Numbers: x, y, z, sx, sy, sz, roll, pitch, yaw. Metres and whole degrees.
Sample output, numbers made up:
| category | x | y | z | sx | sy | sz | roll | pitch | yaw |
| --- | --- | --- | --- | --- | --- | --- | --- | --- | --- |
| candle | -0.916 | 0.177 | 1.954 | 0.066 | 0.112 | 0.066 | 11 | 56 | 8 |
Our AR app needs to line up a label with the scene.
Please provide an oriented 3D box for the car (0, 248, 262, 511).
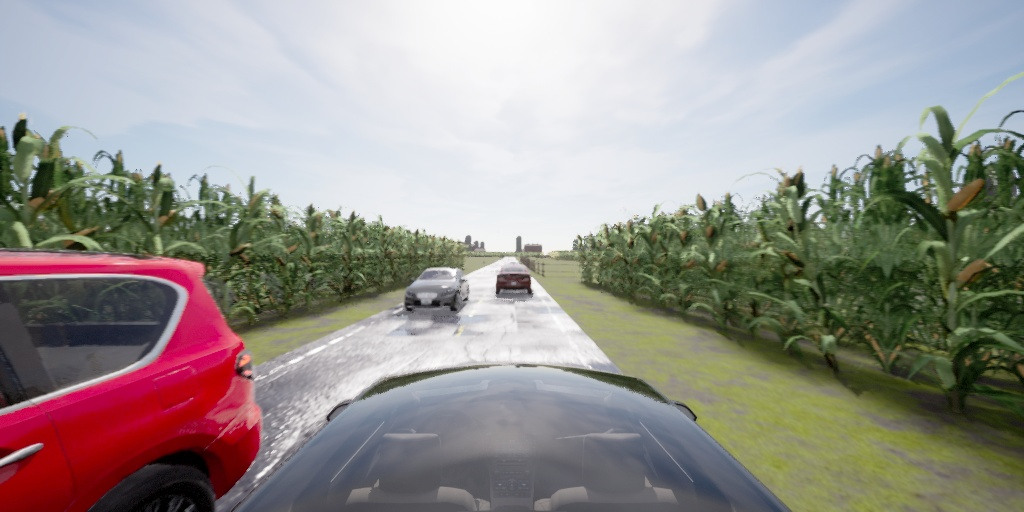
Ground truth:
| category | x | y | z | sx | sy | sz | roll | pitch | yaw |
| --- | --- | --- | --- | --- | --- | --- | --- | --- | --- |
| car | -2.849 | 0.975 | 0.223 | 2.150 | 2.045 | 5.566 | 0 | 0 | 0 |

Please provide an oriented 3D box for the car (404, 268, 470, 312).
| category | x | y | z | sx | sy | sz | roll | pitch | yaw |
| --- | --- | --- | --- | --- | --- | --- | --- | --- | --- |
| car | -2.797 | 1.225 | 14.243 | 2.128 | 1.511 | 4.902 | 0 | 0 | 0 |

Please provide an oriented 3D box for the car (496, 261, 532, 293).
| category | x | y | z | sx | sy | sz | roll | pitch | yaw |
| --- | --- | --- | --- | --- | --- | --- | --- | --- | --- |
| car | 0.095 | 1.201 | 20.389 | 1.882 | 1.535 | 5.008 | 0 | 0 | 0 |
